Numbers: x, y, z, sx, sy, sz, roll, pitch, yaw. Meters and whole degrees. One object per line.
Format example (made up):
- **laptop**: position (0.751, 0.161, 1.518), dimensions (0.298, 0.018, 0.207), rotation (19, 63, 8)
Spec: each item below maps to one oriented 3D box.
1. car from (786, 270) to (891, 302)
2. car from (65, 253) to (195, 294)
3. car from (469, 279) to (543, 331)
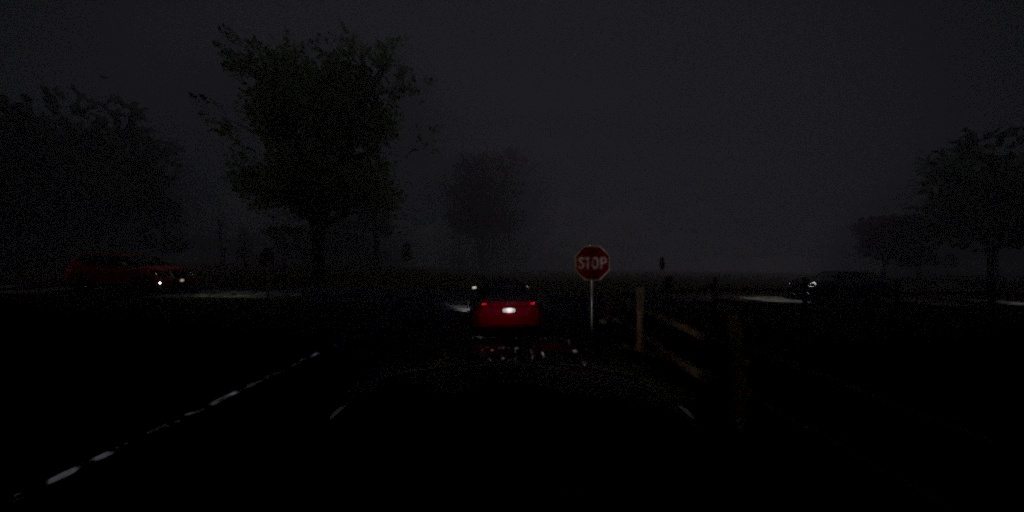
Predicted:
- **car**: position (18.384, 1.601, 20.396), dimensions (4.553, 1.767, 2.097), rotation (1, 0, 2)
- **car**: position (-20.164, 0.876, 19.048), dimensions (5.566, 2.045, 2.150), rotation (1, 0, 2)
- **car**: position (-0.334, 1.423, 11.456), dimensions (1.994, 1.385, 4.181), rotation (0, -1, -7)
